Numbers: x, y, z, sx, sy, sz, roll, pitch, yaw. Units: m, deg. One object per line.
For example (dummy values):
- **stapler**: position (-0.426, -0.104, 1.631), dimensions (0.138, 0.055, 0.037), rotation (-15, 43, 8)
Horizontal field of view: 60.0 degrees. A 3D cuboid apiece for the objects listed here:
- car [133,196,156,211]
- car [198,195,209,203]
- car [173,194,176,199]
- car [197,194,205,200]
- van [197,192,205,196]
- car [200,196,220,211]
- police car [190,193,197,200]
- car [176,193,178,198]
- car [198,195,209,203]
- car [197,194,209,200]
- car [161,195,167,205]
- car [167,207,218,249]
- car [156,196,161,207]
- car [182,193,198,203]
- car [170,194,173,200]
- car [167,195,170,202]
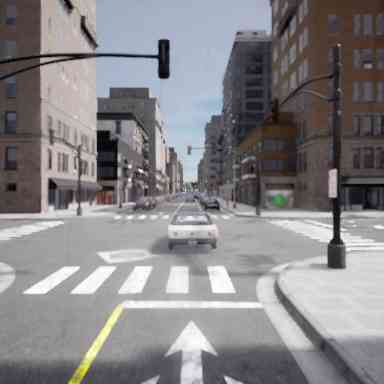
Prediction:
- **car**: position (-5.740, 1.333, 39.134), dimensions (1.967, 1.590, 4.097), rotation (0, 0, 0)
- **car**: position (2.283, 1.453, 50.158), dimensions (1.802, 1.307, 4.206), rotation (0, 0, 0)
- **car**: position (-5.748, 1.382, 83.220), dimensions (2.008, 1.369, 4.403), rotation (0, 0, 0)
- **car**: position (2.276, 1.267, 88.733), dimensions (1.967, 1.590, 4.097), rotation (0, 0, 0)
- **van**: position (2.281, 1.194, 61.178), dimensions (1.690, 1.788, 3.998), rotation (0, 0, 0)
- **car**: position (2.285, 1.459, 39.135), dimensions (1.947, 1.339, 4.313), rotation (0, 0, 0)
- **police car**: position (0.464, 1.248, 93.212), dimensions (1.930, 1.638, 5.238), rotation (0, 0, 0)
- **car**: position (-5.750, 1.367, 94.242), dimensions (1.887, 1.381, 4.507), rotation (0, 0, 0)
- **car**: position (2.280, 1.397, 66.690), dimensions (2.008, 1.369, 4.403), rotation (0, 0, 0)
- **car**: position (2.282, 1.427, 55.668), dimensions (1.947, 1.339, 4.313), rotation (0, 0, 0)
- **car**: position (-5.743, 1.443, 55.667), dimensions (1.802, 1.307, 4.206), rotation (0, 0, 0)
- **car**: position (-0.015, 1.534, 14.184), dimensions (1.895, 1.301, 4.718), rotation (0, 0, -1)
- **car**: position (-5.741, 1.322, 44.645), dimensions (1.967, 1.590, 4.097), rotation (0, 0, 0)
- **car**: position (-0.357, 1.394, 66.282), dimensions (2.033, 1.411, 5.357), rotation (0, 0, 0)
- **car**: position (-5.746, 1.281, 72.199), dimensions (1.967, 1.590, 4.097), rotation (0, 0, 0)
- **car**: position (-5.744, 1.404, 61.177), dimensions (2.008, 1.369, 4.403), rotation (0, 0, 0)
